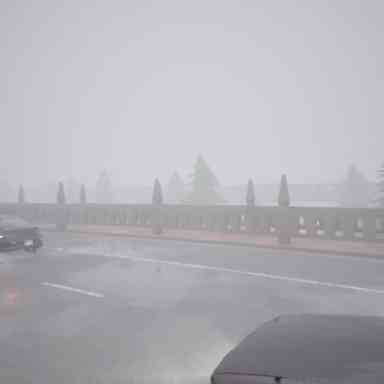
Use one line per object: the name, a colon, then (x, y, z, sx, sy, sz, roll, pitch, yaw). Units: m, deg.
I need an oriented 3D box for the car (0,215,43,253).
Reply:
car: (-7.571, 1.569, 12.371, 4.674, 1.442, 1.812, 0, 0, 28)

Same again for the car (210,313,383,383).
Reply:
car: (2.685, 1.524, 2.002, 5.357, 1.411, 2.033, 0, 0, 35)
